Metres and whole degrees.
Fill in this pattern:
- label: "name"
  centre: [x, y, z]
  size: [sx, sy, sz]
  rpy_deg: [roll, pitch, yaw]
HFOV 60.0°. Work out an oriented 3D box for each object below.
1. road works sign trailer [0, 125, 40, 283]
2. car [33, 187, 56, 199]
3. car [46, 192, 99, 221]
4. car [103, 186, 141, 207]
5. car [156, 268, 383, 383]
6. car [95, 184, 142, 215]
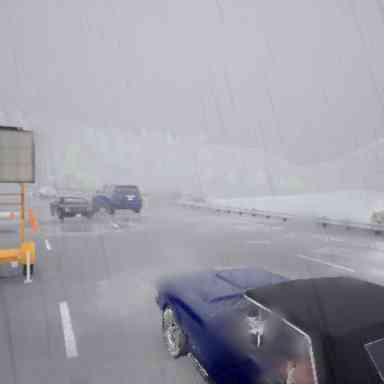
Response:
- label: "road works sign trailer"
  centre: [-5.127, 0.172, 8.068]
  size: [2.380, 3.560, 2.880]
  rpy_deg: [0, 2, -28]
- label: "car"
  centre: [-18.972, 0.087, 42.906]
  size: [1.812, 1.442, 4.674]
  rpy_deg: [0, 2, -40]
- label: "car"
  centre: [-7.462, 0.931, 20.443]
  size: [1.895, 1.301, 4.718]
  rpy_deg: [0, 2, -31]
- label: "car"
  centre: [-6.866, 0.353, 32.183]
  size: [2.097, 1.767, 4.553]
  rpy_deg: [-1, 2, -34]
- label: "car"
  centre: [1.163, 1.517, 3.231]
  size: [1.895, 1.301, 4.718]
  rpy_deg: [0, 2, -24]
- label: "car"
  centre: [-5.462, 0.473, 23.976]
  size: [2.150, 2.045, 5.566]
  rpy_deg: [0, 2, -32]
